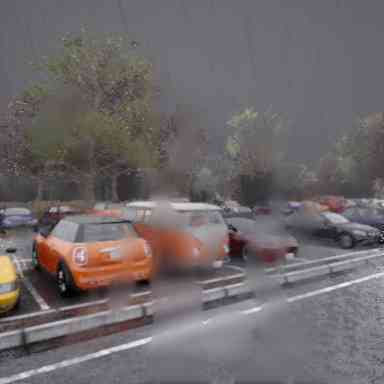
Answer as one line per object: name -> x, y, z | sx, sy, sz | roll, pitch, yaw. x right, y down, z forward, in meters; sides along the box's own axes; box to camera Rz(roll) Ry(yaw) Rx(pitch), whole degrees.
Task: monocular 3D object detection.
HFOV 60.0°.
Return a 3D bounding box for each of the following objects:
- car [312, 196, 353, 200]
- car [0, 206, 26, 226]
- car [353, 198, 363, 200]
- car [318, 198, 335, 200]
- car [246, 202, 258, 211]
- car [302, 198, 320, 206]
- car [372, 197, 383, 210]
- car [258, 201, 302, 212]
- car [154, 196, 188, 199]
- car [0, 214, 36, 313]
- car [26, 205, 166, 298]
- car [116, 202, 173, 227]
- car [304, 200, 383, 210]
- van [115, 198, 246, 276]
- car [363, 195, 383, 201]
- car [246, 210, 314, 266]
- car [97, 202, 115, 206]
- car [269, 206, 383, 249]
car -> 14.492, 1.427, 37.380 | 2.435, 2.045, 5.566 | 0, 0, -35
car -> -10.446, 1.572, 19.802 | 2.002, 1.452, 4.674 | 0, 0, -35
car -> 16.906, 1.564, 39.005 | 2.185, 1.767, 4.553 | 0, 0, -35
car -> 12.124, 1.663, 35.905 | 1.946, 1.575, 5.366 | 0, 0, -35
car -> 3.204, 1.492, 29.442 | 2.185, 1.767, 4.553 | 0, 0, -35
car -> 10.052, 1.655, 34.228 | 2.097, 1.535, 5.008 | 0, 0, -35
car -> 28.295, 1.622, 47.018 | 2.185, 1.767, 4.553 | 0, 0, -35
car -> 7.793, 1.672, 32.595 | 2.163, 1.488, 4.792 | 0, 0, -35
car -> -1.316, 1.340, 26.189 | 2.435, 2.045, 5.566 | 0, 0, -35
car -> -5.068, 1.515, 7.363 | 1.946, 1.575, 5.366 | 0, 0, -35
car -> -2.880, 1.408, 9.091 | 2.185, 1.767, 4.553 | 0, 0, -35
car -> -3.615, 1.577, 24.611 | 2.097, 1.535, 5.008 | 0, 0, -35
car -> 8.501, 1.481, 17.099 | 2.185, 1.767, 4.553 | 0, 0, -35
van -> -0.605, 1.323, 10.586 | 1.878, 1.987, 4.442 | 0, 0, -35
car -> 21.323, 1.587, 42.189 | 2.185, 1.767, 4.553 | 0, 0, -35
car -> 1.671, 1.594, 12.296 | 2.163, 1.488, 4.792 | 0, 0, -35
car -> -5.871, 1.437, 22.979 | 2.185, 1.767, 4.553 | 0, 0, -35
car -> 6.205, 1.633, 15.525 | 2.002, 1.452, 4.674 | 0, 0, -35
